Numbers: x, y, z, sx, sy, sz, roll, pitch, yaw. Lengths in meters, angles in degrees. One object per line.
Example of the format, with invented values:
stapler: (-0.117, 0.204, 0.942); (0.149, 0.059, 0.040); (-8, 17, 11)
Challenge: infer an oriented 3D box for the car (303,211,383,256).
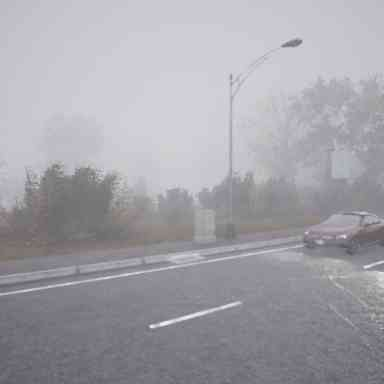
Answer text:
car: (6.377, 1.534, 13.376); (4.674, 1.442, 1.812); (0, 0, -39)
